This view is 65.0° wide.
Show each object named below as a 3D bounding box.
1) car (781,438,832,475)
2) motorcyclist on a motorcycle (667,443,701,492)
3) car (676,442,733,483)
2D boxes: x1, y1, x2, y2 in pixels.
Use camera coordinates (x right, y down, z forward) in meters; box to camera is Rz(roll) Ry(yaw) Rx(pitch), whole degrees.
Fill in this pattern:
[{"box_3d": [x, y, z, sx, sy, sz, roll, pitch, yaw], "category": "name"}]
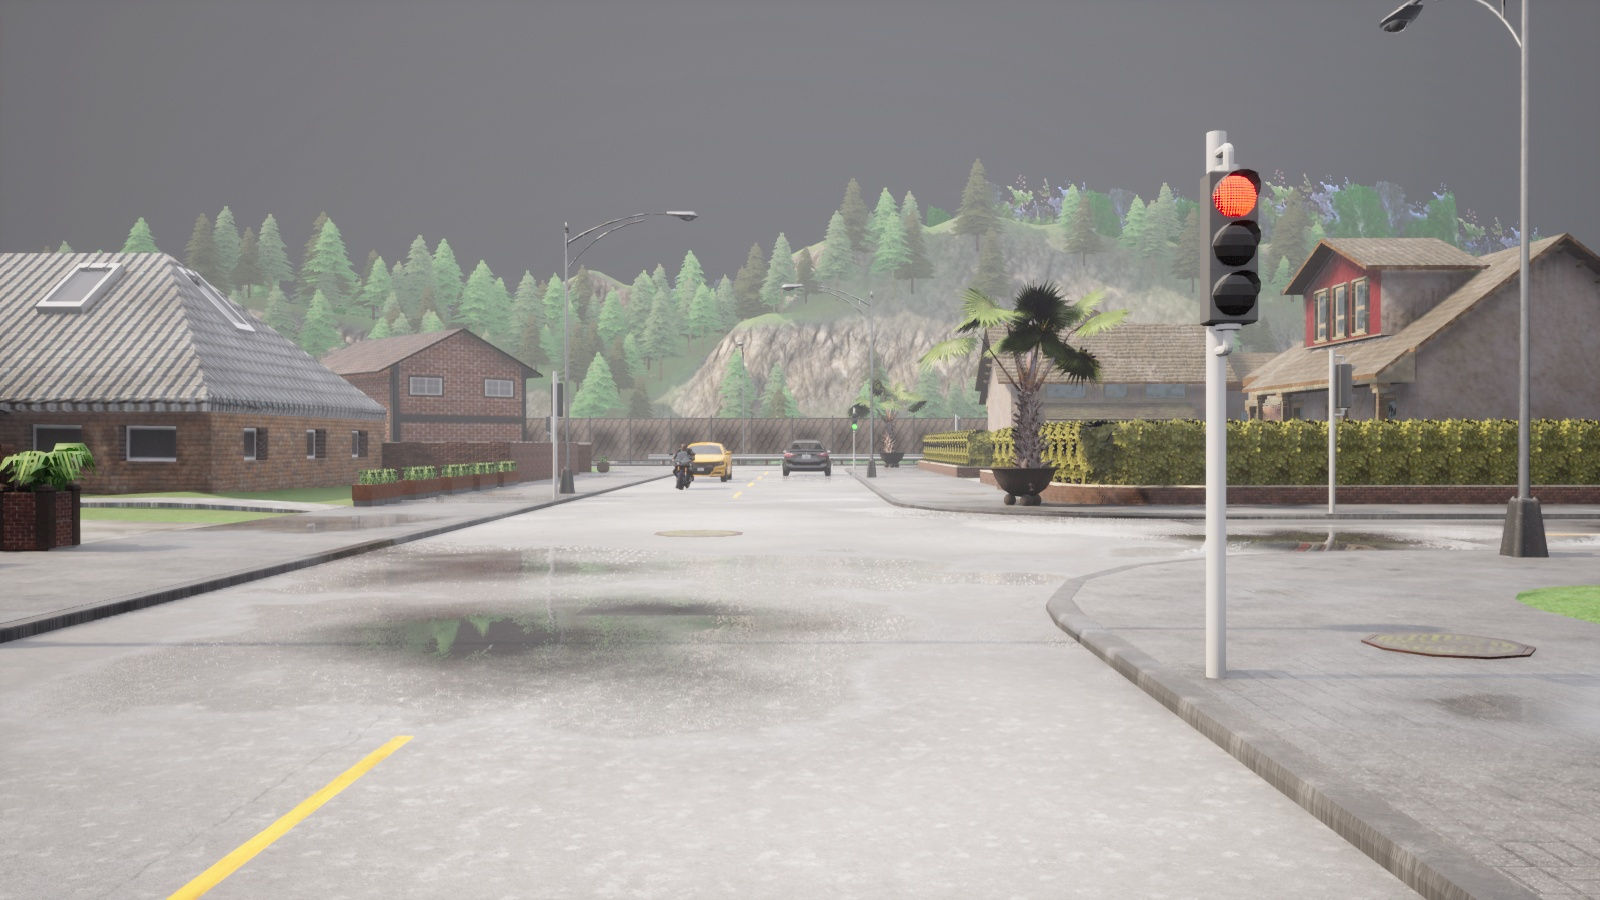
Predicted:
[{"box_3d": [0.321, 0.264, 58.193, 2.242, 1.667, 4.611, 0, 0, 1], "category": "car"}, {"box_3d": [-3.750, 0.549, 40.694, 0.866, 1.530, 2.191, 0, 0, 1], "category": "motorcyclist on a motorcycle"}, {"box_3d": [-3.719, 0.441, 49.599, 1.882, 1.535, 5.008, 0, 0, 0], "category": "car"}]
